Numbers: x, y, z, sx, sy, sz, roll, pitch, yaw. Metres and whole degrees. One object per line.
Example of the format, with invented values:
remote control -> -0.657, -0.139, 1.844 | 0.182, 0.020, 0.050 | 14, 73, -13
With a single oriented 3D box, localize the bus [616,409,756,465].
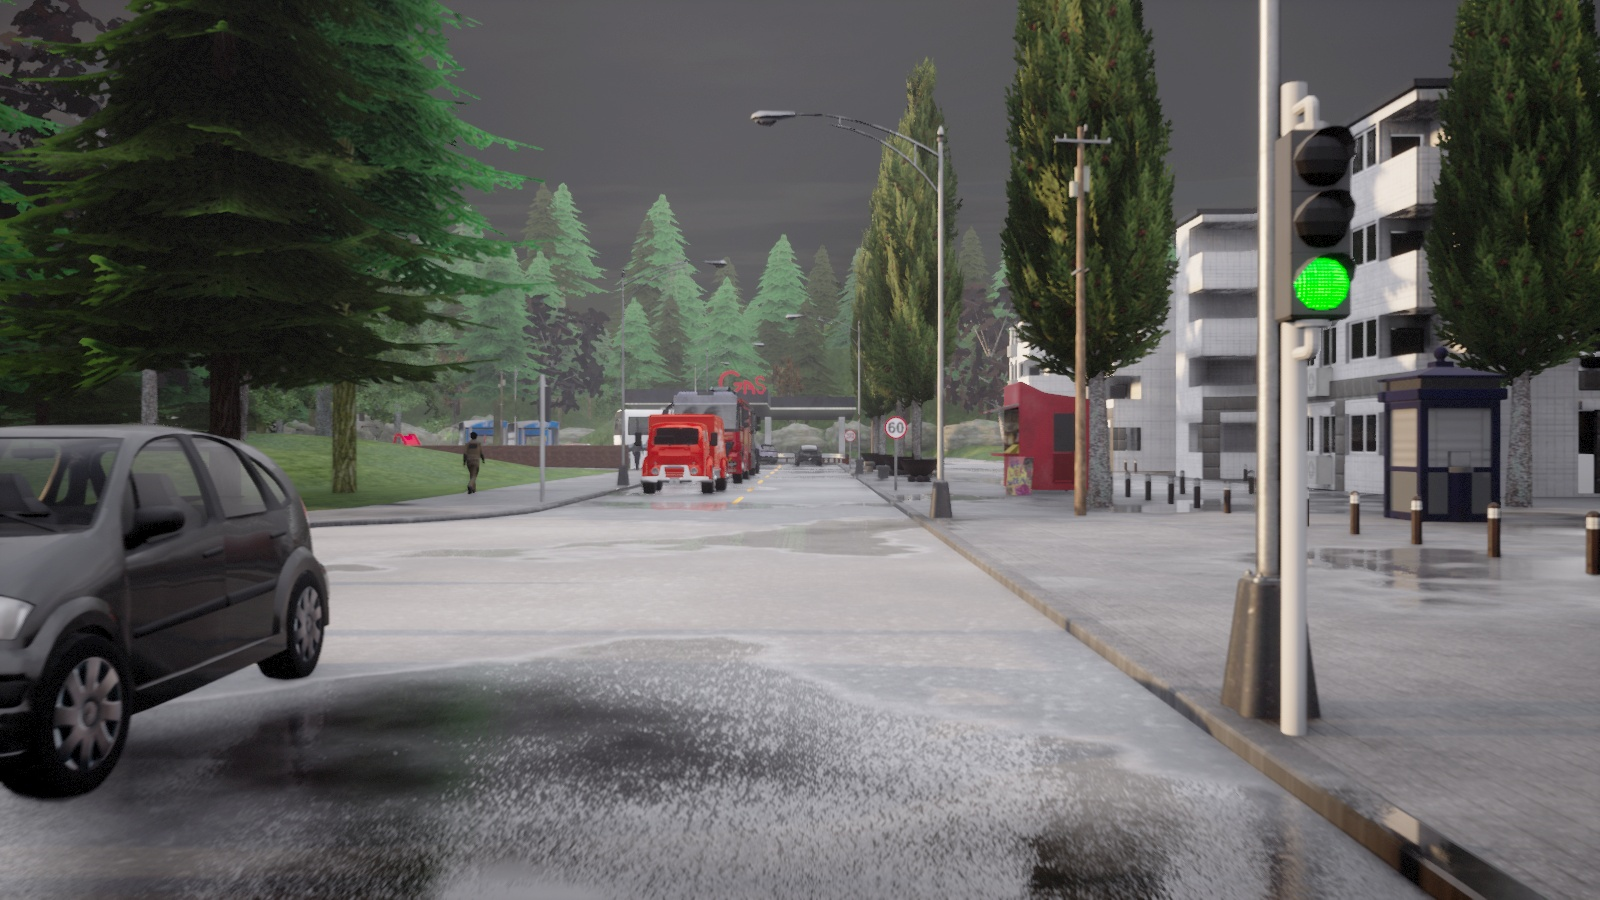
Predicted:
bus -> -8.918, -1.039, 98.346 | 10.273, 4.253, 3.944 | 0, 1, -21

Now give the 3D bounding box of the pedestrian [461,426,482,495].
pedestrian -> -9.288, 0.303, 35.534 | 0.396, 1.930, 0.692 | 0, 0, 0

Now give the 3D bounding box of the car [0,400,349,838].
car -> -3.938, 0.615, 6.587 | 1.851, 1.617, 3.988 | 0, 0, -2

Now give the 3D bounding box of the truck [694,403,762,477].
truck -> -3.525, -0.497, 63.203 | 2.891, 3.462, 7.936 | 0, 0, 0

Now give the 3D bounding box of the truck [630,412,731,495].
truck -> -3.691, 0.093, 39.944 | 2.627, 2.467, 5.204 | 0, 0, 1

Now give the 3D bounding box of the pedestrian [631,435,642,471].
pedestrian -> -8.831, 0.169, 67.878 | 0.423, 1.949, 0.788 | 0, 0, 5

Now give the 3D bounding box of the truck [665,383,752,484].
truck -> -3.622, -0.633, 51.842 | 2.891, 3.827, 8.468 | 0, 0, 1

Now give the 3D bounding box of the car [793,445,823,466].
car -> 0.557, 0.382, 90.516 | 1.837, 1.490, 4.892 | 0, 0, -3
